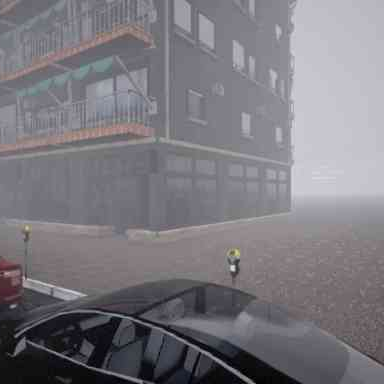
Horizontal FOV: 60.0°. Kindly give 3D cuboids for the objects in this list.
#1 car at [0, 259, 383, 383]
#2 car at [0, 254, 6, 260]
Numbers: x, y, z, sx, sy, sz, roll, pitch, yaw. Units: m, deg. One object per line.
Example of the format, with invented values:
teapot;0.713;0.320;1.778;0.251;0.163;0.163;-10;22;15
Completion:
car;-0.486;1.566;3.216;4.313;1.339;1.947;0;0;35
car;-5.081;1.545;6.480;4.507;1.381;1.887;0;0;35
